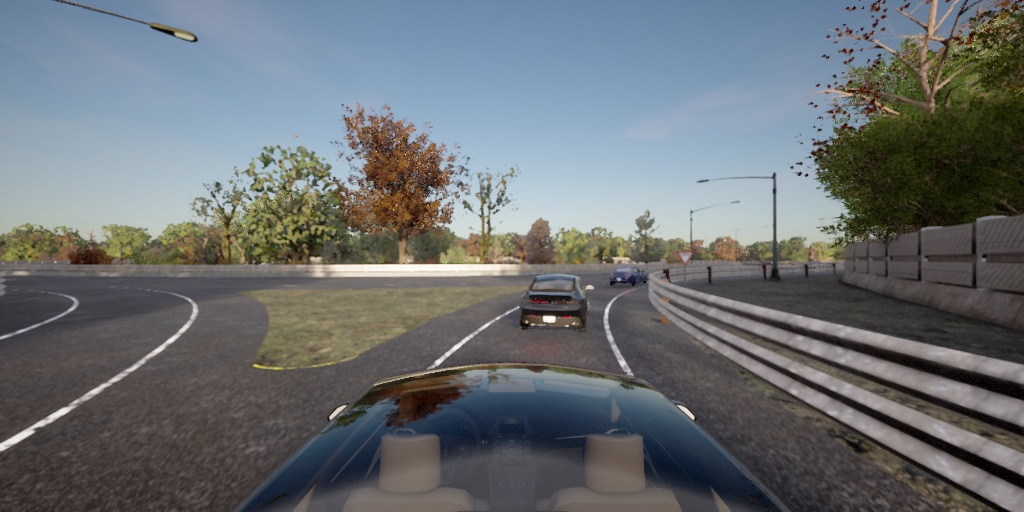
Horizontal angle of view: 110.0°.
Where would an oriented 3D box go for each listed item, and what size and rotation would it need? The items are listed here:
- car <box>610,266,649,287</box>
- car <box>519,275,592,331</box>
[{"bbox_3d":[8.932,1.496,27.295,1.812,1.442,4.674,0,0,35],"label":"car"},{"bbox_3d":[1.479,1.338,11.382,1.837,1.490,4.892,0,0,13],"label":"car"}]
